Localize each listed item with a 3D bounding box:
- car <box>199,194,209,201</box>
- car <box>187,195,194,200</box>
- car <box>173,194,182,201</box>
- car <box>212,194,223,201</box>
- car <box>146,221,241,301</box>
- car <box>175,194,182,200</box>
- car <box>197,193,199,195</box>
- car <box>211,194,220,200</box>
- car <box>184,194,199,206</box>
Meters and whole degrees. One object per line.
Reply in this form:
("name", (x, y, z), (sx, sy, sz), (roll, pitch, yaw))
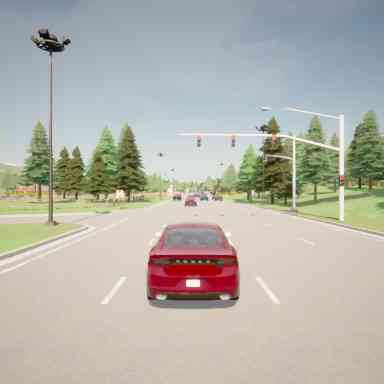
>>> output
("car", (3.183, 1.516, 84.063), (1.812, 1.442, 4.674), (0, 0, 0))
("car", (-0.355, 1.427, 94.083), (1.895, 1.301, 4.718), (0, 0, 0))
("car", (-3.816, 1.469, 83.620), (1.882, 1.535, 5.008), (0, 0, 0))
("car", (6.684, 1.516, 83.660), (2.128, 1.511, 4.902), (0, 0, 0))
("car", (0.031, 1.478, 8.418), (1.882, 1.535, 5.008), (0, 0, 0))
("car", (-3.855, 1.310, 94.040), (1.882, 1.535, 5.008), (0, 0, 0))
("car", (3.145, 1.357, 94.066), (2.128, 1.511, 4.902), (0, 0, 0))
("car", (6.645, 1.372, 94.080), (2.033, 1.411, 5.357), (0, 0, 0))
("car", (-0.199, 1.525, 53.020), (1.812, 1.442, 4.674), (0, 0, 0))
